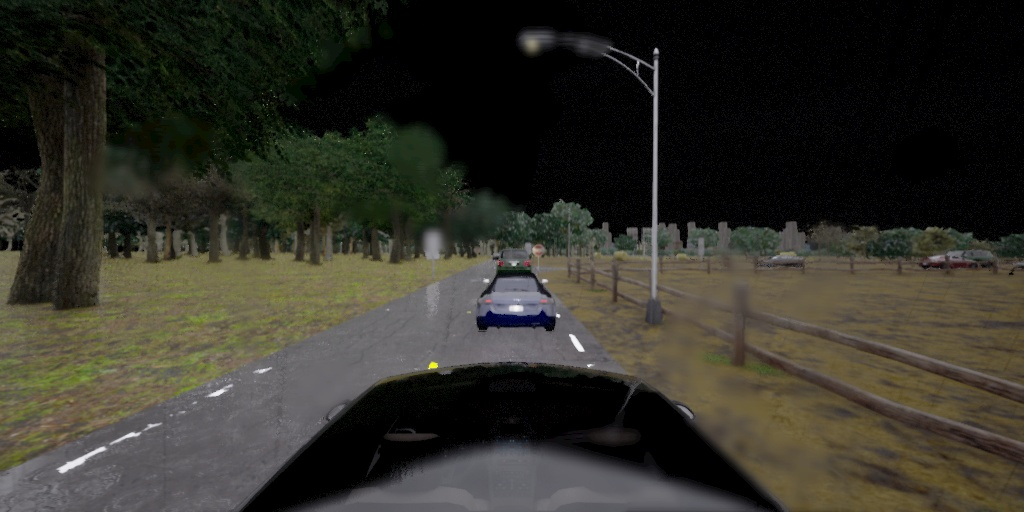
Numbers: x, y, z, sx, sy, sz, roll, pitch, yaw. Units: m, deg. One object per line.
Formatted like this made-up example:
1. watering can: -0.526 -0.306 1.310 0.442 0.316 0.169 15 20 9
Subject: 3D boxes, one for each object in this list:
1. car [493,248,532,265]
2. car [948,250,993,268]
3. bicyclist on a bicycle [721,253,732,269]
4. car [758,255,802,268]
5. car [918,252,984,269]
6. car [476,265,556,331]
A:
1. car: 0.121 0.530 23.355 2.150 2.045 5.566 0 1 0
2. car: 49.103 0.410 39.237 5.566 2.045 2.150 0 -1 0
3. bicyclist on a bicycle: 19.941 0.512 33.302 0.582 1.620 1.656 0 1 0
4. car: 29.279 0.611 39.296 4.674 1.442 1.812 0 -1 0
5. car: 44.206 0.611 36.427 4.674 1.442 1.812 0 -1 0
6. car: 0.105 1.134 10.232 1.994 1.385 4.181 0 1 0
